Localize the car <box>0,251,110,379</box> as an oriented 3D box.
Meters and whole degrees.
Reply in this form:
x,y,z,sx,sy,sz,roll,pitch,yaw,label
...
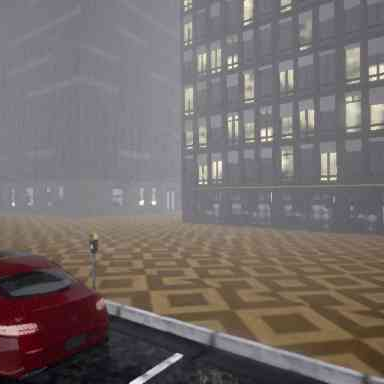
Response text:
x,y,z,sx,sy,sz,roll,pitch,yaw,label
-3.027,1.581,5.042,4.206,1.307,1.802,0,-1,36,car
